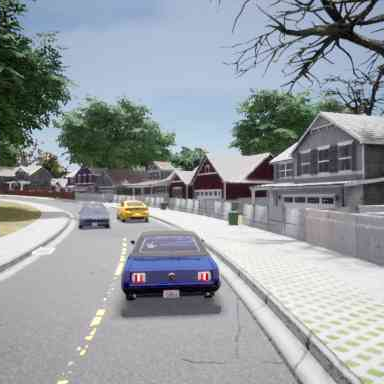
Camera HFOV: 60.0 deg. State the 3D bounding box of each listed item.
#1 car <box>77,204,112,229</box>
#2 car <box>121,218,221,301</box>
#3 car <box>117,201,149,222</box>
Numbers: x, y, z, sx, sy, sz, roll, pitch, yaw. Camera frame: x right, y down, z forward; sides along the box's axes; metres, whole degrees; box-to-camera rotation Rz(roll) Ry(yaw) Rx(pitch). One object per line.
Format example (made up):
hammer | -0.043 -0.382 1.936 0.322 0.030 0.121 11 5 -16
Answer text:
car | -6.296 1.479 21.480 2.033 1.411 5.357 0 0 -17
car | -0.607 1.596 8.368 1.895 1.301 4.718 0 0 -6
car | -4.615 1.395 25.552 1.882 1.535 5.008 0 0 -19
